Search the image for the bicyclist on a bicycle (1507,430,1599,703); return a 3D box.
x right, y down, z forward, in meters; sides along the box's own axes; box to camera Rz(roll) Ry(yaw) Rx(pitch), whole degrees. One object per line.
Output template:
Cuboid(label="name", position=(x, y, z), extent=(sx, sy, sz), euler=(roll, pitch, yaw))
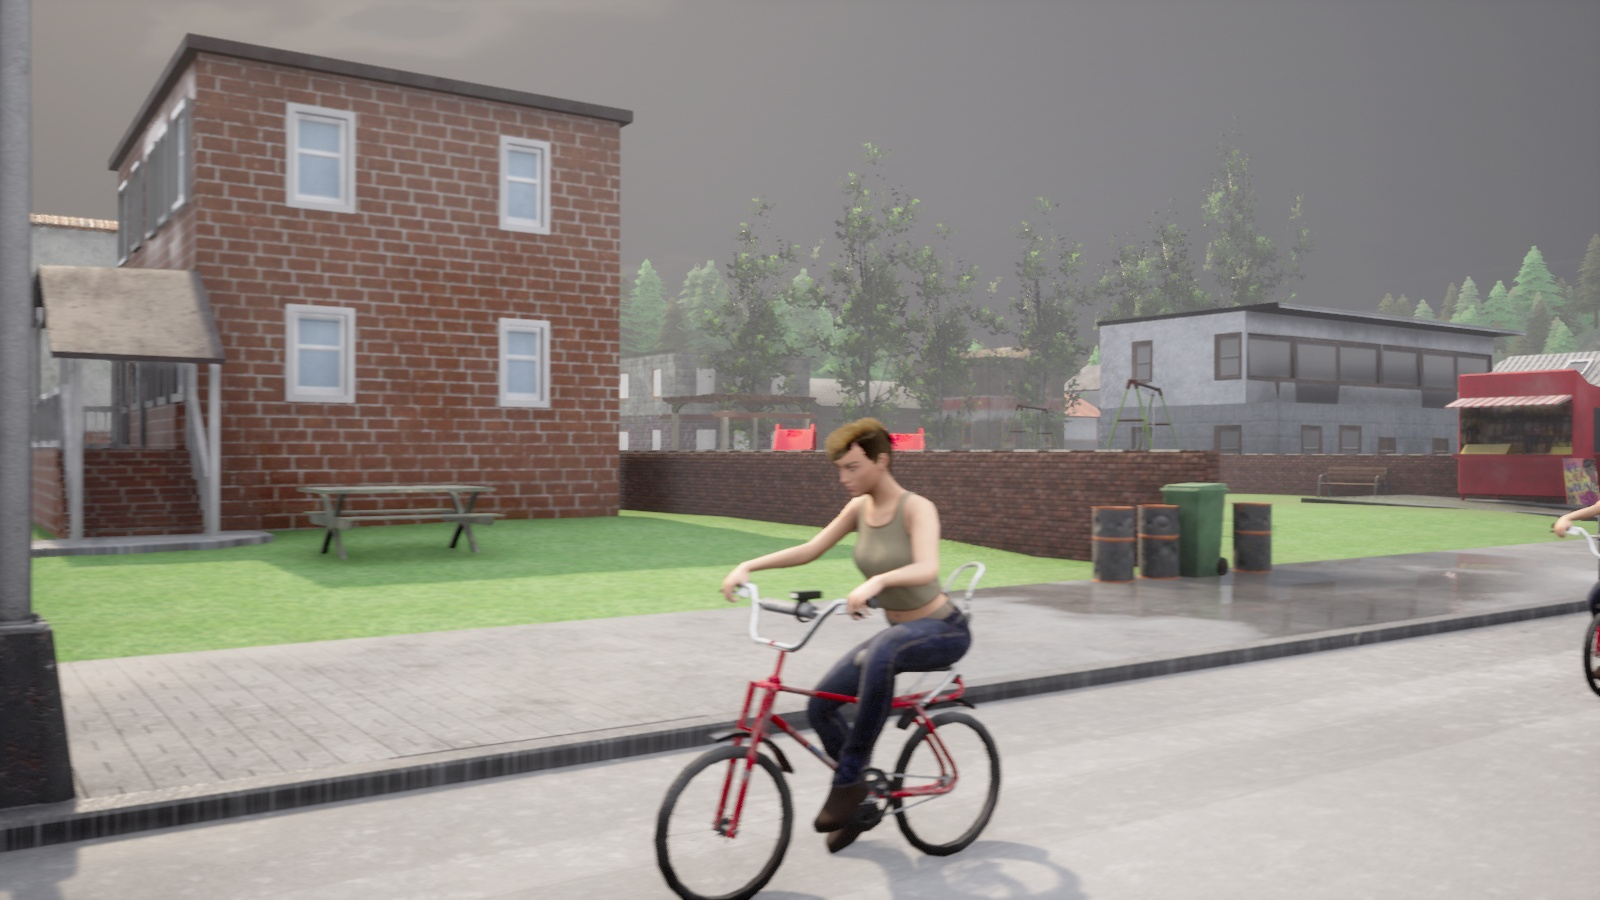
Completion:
Cuboid(label="bicyclist on a bicycle", position=(5.293, 0.690, 7.936), extent=(1.509, 1.612, 0.866), euler=(0, 0, -35))

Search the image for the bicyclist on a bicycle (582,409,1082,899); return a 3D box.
Cuboid(label="bicyclist on a bicycle", position=(0.126, 0.692, 4.347), extent=(1.509, 1.612, 0.866), euler=(0, 0, -35))
